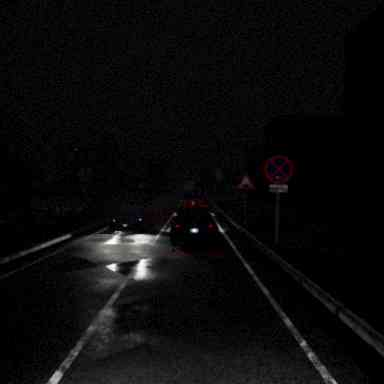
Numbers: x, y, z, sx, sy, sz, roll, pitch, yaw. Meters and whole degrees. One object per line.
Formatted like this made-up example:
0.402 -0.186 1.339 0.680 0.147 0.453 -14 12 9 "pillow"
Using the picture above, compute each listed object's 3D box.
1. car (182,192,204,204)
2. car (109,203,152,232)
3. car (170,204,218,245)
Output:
0.099 0.788 32.652 2.097 1.767 4.553 0 7 0 "car"
-3.349 1.362 18.934 1.812 1.442 4.674 0 1 0 "car"
0.098 1.449 14.943 1.994 1.385 4.181 0 1 0 "car"
